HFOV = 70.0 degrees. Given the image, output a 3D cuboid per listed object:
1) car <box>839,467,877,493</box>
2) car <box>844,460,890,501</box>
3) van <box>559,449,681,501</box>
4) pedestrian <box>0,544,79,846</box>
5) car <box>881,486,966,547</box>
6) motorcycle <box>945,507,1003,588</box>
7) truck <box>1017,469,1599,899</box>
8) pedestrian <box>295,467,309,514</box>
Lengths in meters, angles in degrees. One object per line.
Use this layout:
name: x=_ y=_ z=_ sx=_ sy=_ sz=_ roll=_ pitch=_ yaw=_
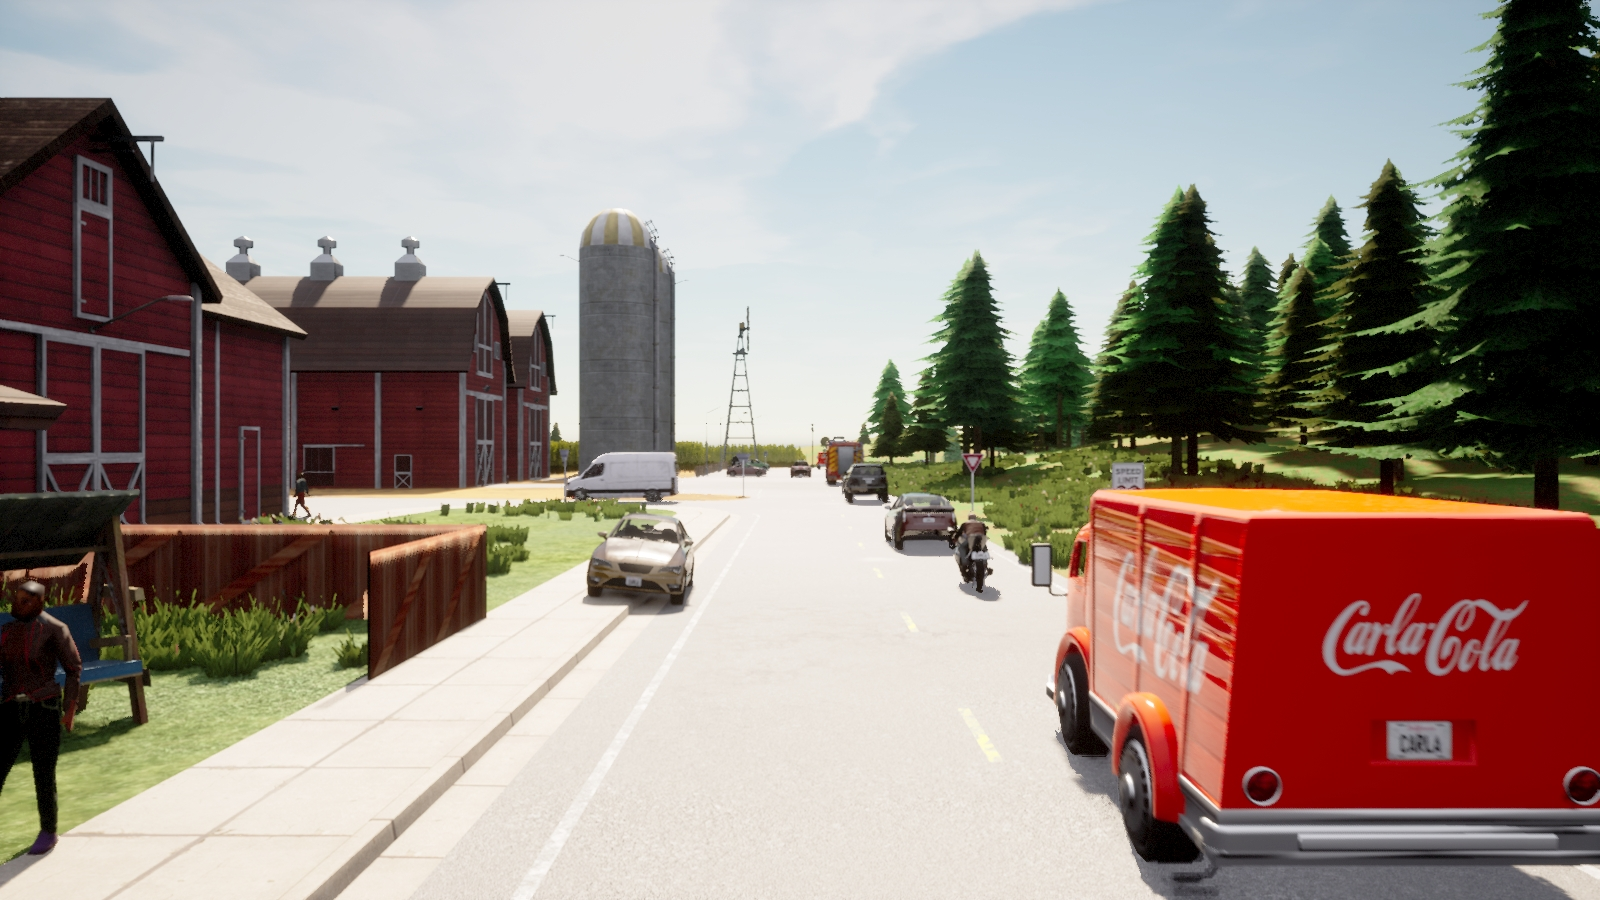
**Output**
car: x=3.599 y=1.866 z=71.816 sx=2.128 sy=1.511 sz=4.902 roll=0 pitch=0 yaw=0
car: x=3.561 y=1.603 z=61.727 sx=2.150 sy=2.045 sz=5.566 roll=0 pitch=0 yaw=0
van: x=-9.166 y=1.273 z=58.617 sx=5.915 sy=2.561 sz=1.988 roll=0 pitch=1 yaw=1
pedestrian: x=-4.937 y=1.549 z=7.342 sx=0.375 sy=1.860 sz=0.375 roll=0 pitch=0 yaw=-3
car: x=3.535 y=1.880 z=33.396 sx=2.007 sy=1.525 sz=4.514 roll=0 pitch=0 yaw=0
motorcycle: x=3.525 y=1.946 z=23.335 sx=0.867 sy=1.460 sz=2.209 roll=0 pitch=0 yaw=0
truck: x=3.525 y=1.418 z=9.013 sx=2.627 sy=2.467 sz=5.204 roll=0 pitch=0 yaw=0
pedestrian: x=-19.556 y=1.591 z=44.878 sx=0.375 sy=1.860 sz=0.375 roll=0 pitch=0 yaw=5
